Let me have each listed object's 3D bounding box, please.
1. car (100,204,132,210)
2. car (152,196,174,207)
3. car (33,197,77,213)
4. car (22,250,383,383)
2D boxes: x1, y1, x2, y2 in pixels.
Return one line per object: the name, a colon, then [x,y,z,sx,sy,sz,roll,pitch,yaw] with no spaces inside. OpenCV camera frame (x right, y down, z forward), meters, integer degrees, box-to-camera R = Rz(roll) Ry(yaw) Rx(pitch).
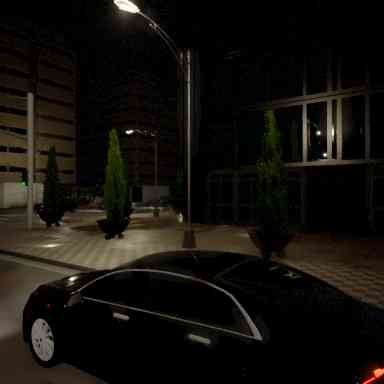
car: [-9.894,1.581,43.774,1.812,1.442,4.674,0,0,35]
car: [-4.129,1.407,51.950,2.097,1.767,4.553,0,0,35]
car: [-15.016,1.407,36.522,2.097,1.767,4.553,0,0,35]
car: [-0.196,1.505,4.129,4.892,1.490,1.837,0,0,36]
